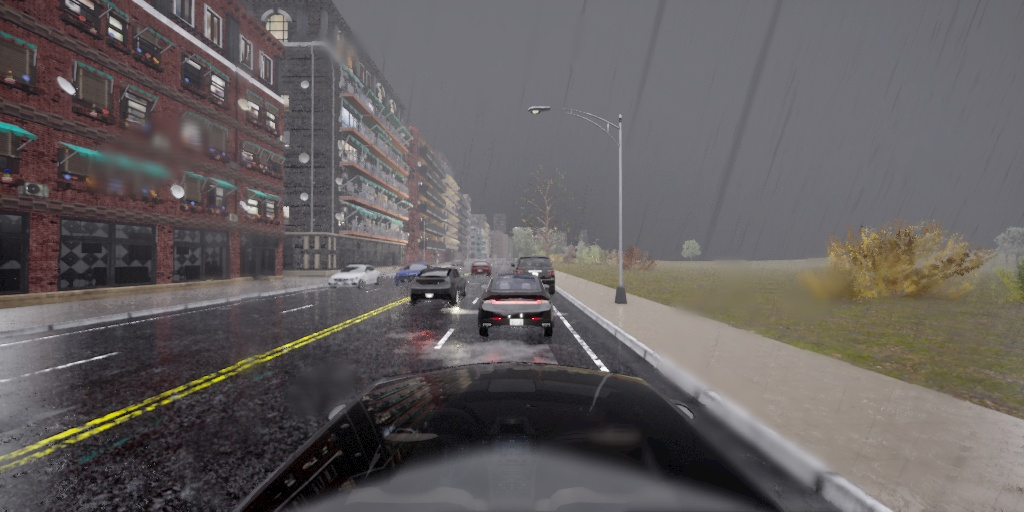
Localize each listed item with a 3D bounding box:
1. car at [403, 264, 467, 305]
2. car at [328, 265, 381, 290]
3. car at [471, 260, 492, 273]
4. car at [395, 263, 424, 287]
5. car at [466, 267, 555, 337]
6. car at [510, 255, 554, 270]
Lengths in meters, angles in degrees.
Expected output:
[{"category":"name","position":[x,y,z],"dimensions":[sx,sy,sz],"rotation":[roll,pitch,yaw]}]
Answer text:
[{"category":"car","position":[-3.157,1.264,16.104],"dimensions":[1.837,1.490,4.892],"rotation":[0,0,0]},{"category":"car","position":[-9.848,1.291,22.855],"dimensions":[1.812,1.442,4.674],"rotation":[0,0,0]},{"category":"car","position":[-3.170,1.252,37.855],"dimensions":[1.882,1.535,5.008],"rotation":[0,0,0]},{"category":"car","position":[-6.612,1.244,24.937],"dimensions":[1.882,1.535,5.008],"rotation":[0,0,0]},{"category":"car","position":[0.096,1.248,10.340],"dimensions":[2.128,1.511,4.902],"rotation":[0,0,0]},{"category":"car","position":[1.128,0.989,20.211],"dimensions":[2.150,2.045,5.566],"rotation":[0,0,0]}]
